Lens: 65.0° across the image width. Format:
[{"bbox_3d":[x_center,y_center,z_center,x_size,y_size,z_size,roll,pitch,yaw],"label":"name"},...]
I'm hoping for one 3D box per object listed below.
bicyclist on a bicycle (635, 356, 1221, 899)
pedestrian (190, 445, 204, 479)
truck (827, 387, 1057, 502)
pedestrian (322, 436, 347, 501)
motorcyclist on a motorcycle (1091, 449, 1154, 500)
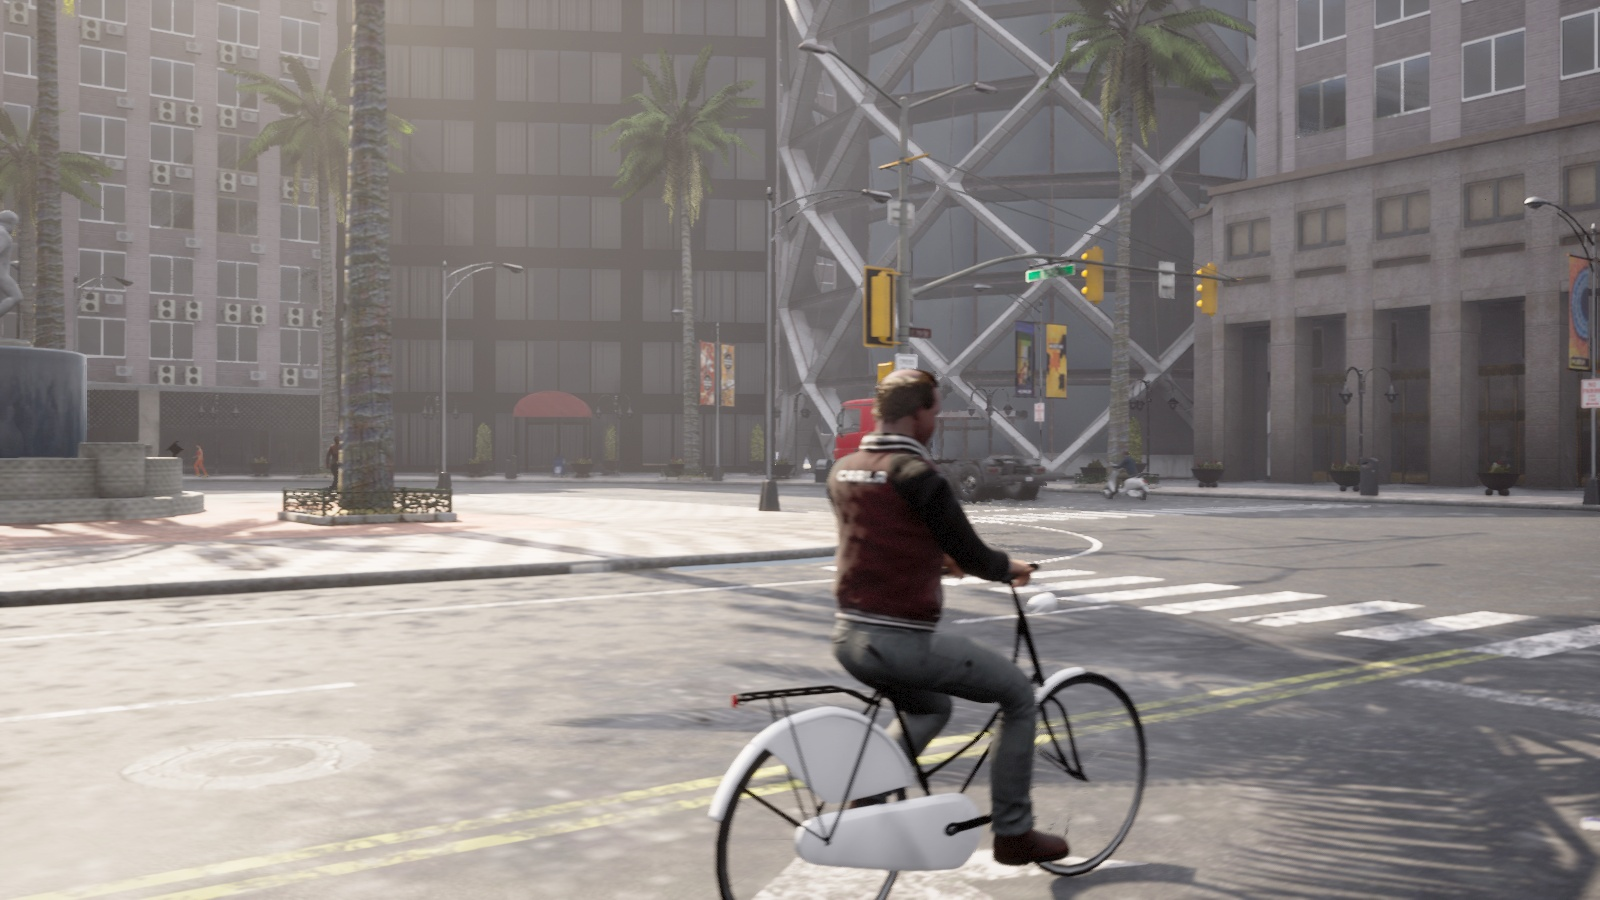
[{"bbox_3d":[0.472,0.622,4.020,1.843,1.776,0.659,-2,1,-35],"label":"bicyclist on a bicycle"},{"bbox_3d":[-31.918,0.635,66.506,0.594,1.836,0.345,0,0,-11],"label":"pedestrian"},{"bbox_3d":[4.513,-0.149,41.720,2.891,3.462,7.936,0,0,-38],"label":"truck"},{"bbox_3d":[-13.172,0.517,35.537,0.328,1.805,0.869,0,0,-43],"label":"pedestrian"},{"bbox_3d":[10.251,0.768,39.942,0.866,1.590,1.817,0,0,-36],"label":"motorcyclist on a motorcycle"}]
